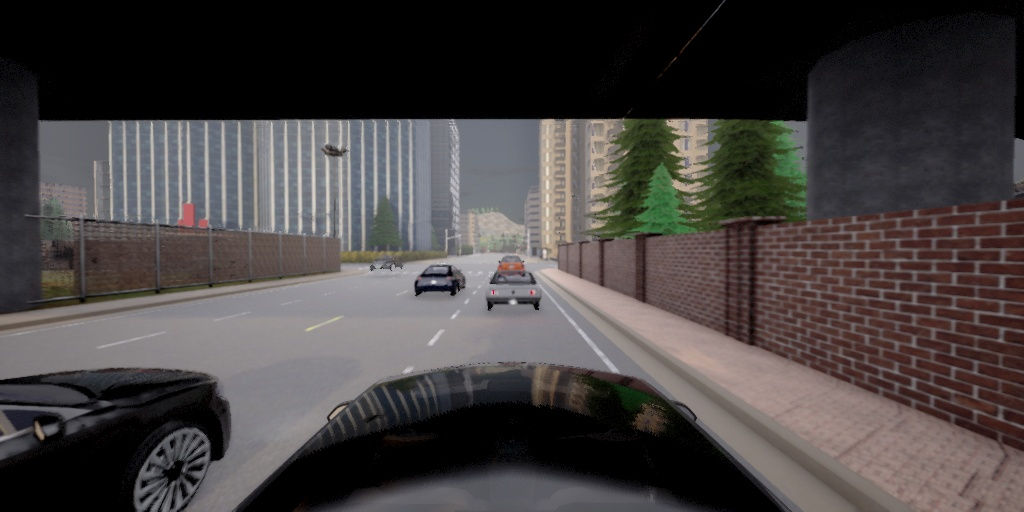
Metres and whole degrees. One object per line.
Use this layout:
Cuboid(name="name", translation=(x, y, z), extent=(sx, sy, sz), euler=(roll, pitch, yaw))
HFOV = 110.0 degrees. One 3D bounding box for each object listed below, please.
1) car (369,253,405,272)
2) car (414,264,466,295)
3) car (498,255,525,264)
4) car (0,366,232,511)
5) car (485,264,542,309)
Cuboid(name="car", translation=(-10.665, 0.521, 30.972), extent=(2.128, 1.511, 4.902), euler=(0, 1, 0))
Cuboid(name="car", translation=(-3.490, 1.100, 17.970), extent=(1.994, 1.385, 4.181), euler=(0, 1, 0))
Cuboid(name="car", translation=(-0.050, 0.736, 28.069), extent=(2.097, 1.767, 4.553), euler=(0, 1, 0))
Cuboid(name="car", translation=(-3.457, 1.260, 1.240), extent=(2.128, 1.511, 4.902), euler=(0, 1, 0))
Cuboid(name="car", translation=(0.035, 1.183, 13.816), extent=(1.895, 1.301, 4.718), euler=(0, 1, 0))
